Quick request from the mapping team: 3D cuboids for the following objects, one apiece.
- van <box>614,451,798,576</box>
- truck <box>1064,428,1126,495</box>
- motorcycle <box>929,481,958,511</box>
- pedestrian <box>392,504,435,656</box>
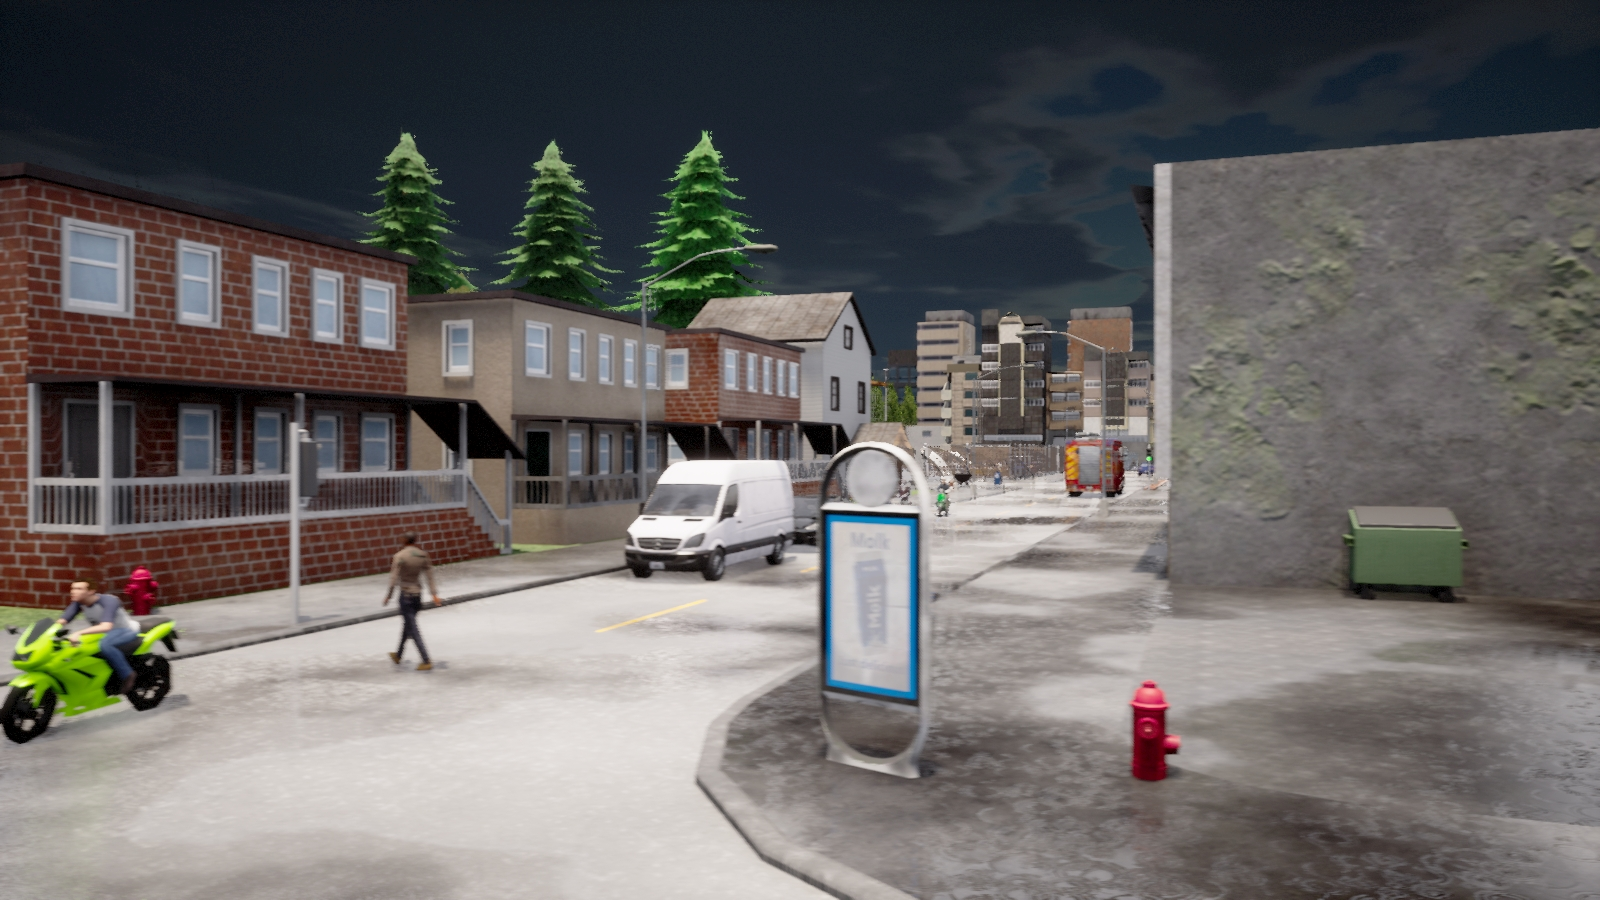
[{"bbox_3d":[-1.987,1.312,26.597,1.988,2.561,5.915,0,0,20],"label":"van"},{"bbox_3d":[18.261,0.669,70.384,2.891,3.827,8.468,0,0,20],"label":"truck"},{"bbox_3d":[6.162,1.960,48.974,0.856,1.236,1.805,0,0,20],"label":"motorcycle"},{"bbox_3d":[-4.894,1.627,14.470,0.375,1.860,0.375,0,0,40],"label":"pedestrian"}]
